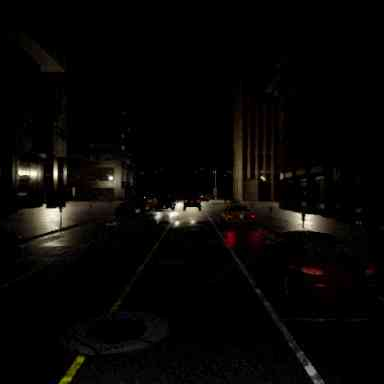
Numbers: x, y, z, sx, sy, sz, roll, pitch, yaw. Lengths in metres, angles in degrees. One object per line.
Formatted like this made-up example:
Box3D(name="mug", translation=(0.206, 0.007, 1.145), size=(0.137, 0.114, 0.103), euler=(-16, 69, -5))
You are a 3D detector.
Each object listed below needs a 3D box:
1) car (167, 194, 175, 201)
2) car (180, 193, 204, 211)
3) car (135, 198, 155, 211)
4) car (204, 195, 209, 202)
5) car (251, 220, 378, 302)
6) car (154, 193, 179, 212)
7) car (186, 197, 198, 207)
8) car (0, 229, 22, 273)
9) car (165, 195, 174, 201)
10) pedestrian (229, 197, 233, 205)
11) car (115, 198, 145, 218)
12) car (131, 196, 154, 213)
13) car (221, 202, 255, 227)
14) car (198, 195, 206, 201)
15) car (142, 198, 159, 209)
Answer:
Box3D(name="car", translation=(-5.800, 1.480, 90.787), size=(1.967, 1.590, 4.097), euler=(0, 0, 0))
Box3D(name="car", translation=(0.021, 1.231, 40.963), size=(2.150, 2.045, 5.566), euler=(0, 0, 1))
Box3D(name="car", translation=(-5.779, 1.537, 41.412), size=(1.752, 1.417, 4.829), euler=(0, 0, 0))
Box3D(name="car", translation=(2.733, 1.469, 73.982), size=(1.967, 1.590, 4.097), euler=(0, 0, 0))
Box3D(name="car", translation=(2.761, 1.584, 7.992), size=(1.802, 1.307, 4.206), euler=(0, 0, 0))
Box3D(name="car", translation=(-3.100, 1.235, 40.217), size=(2.150, 2.045, 5.566), euler=(0, 0, 0))
Box3D(name="car", translation=(-0.022, 1.521, 51.791), size=(1.837, 1.490, 4.892), euler=(0, 0, 0))
Box3D(name="car", translation=(-5.764, 1.567, 7.972), size=(1.947, 1.339, 4.313), euler=(0, 0, 0))
Box3D(name="car", translation=(-5.797, 1.476, 85.178), size=(1.967, 1.590, 4.097), euler=(0, 0, 0))
Box3D(name="pedestrian", translation=(2.989, 1.300, 25.609), size=(0.375, 1.860, 0.375), euler=(0, 0, 0))
Box3D(name="car", translation=(-5.774, 1.553, 30.379), size=(1.887, 1.381, 4.507), euler=(0, 0, 0))
Box3D(name="car", translation=(-5.776, 1.325, 35.981), size=(2.192, 1.841, 5.009), euler=(0, 0, 0))
Box3D(name="car", translation=(2.990, 1.461, 22.613), size=(1.801, 1.575, 5.366), euler=(0, 0, 0))
Box3D(name="car", translation=(2.725, 1.591, 90.809), size=(2.008, 1.369, 4.403), euler=(0, 0, 0))
Box3D(name="car", translation=(-5.781, 1.540, 47.014), size=(1.752, 1.417, 4.829), euler=(0, 0, 0))
